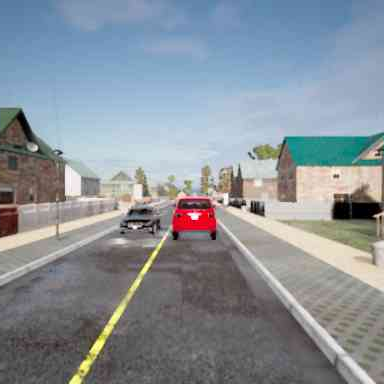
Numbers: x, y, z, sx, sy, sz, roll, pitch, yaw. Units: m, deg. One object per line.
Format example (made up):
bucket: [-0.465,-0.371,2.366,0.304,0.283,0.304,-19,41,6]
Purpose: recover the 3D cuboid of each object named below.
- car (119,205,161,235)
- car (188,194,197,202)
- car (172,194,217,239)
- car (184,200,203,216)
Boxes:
car: [-2.819,1.522,18.883,1.837,1.490,4.892,0,0,0]
car: [0.136,1.491,82.688,2.150,2.045,5.566,0,-1,0]
car: [0.122,1.240,17.697,2.150,2.045,5.566,0,0,0]
car: [0.142,1.598,33.777,1.812,1.442,4.674,0,-1,0]
